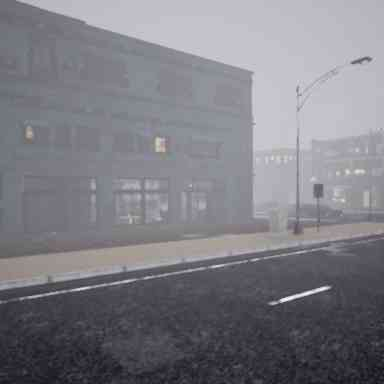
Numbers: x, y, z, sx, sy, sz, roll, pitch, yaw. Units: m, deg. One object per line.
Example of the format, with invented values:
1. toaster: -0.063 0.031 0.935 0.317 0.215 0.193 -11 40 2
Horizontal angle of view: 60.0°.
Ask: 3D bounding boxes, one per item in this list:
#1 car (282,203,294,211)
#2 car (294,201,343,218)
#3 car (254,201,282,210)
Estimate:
1. car: 14.954 1.861 45.060 2.008 1.369 4.403 -1 0 -36
2. car: 12.883 1.854 33.329 1.947 1.339 4.313 -1 0 -36
3. car: 11.738 1.955 49.565 1.802 1.307 4.206 -1 0 -36
